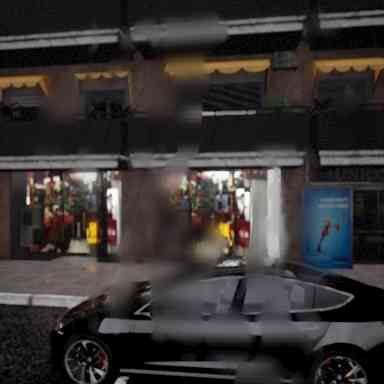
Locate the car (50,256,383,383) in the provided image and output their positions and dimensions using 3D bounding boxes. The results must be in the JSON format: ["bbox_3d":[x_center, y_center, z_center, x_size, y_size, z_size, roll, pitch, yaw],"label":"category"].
[{"bbox_3d":[0.380,1.571,4.371,4.313,1.339,1.947,0,0,8],"label":"car"}]
